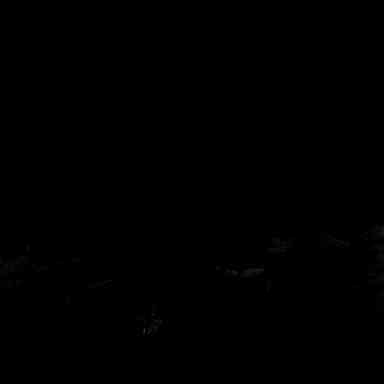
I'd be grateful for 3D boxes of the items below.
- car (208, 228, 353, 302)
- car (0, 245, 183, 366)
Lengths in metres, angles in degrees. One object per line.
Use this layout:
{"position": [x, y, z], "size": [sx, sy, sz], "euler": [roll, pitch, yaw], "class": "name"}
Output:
{"position": [2.329, 1.578, 8.194], "size": [4.206, 1.307, 1.802], "euler": [0, 0, -35], "class": "car"}
{"position": [-2.152, 1.565, 5.001], "size": [4.313, 1.339, 1.947], "euler": [0, 0, -35], "class": "car"}
